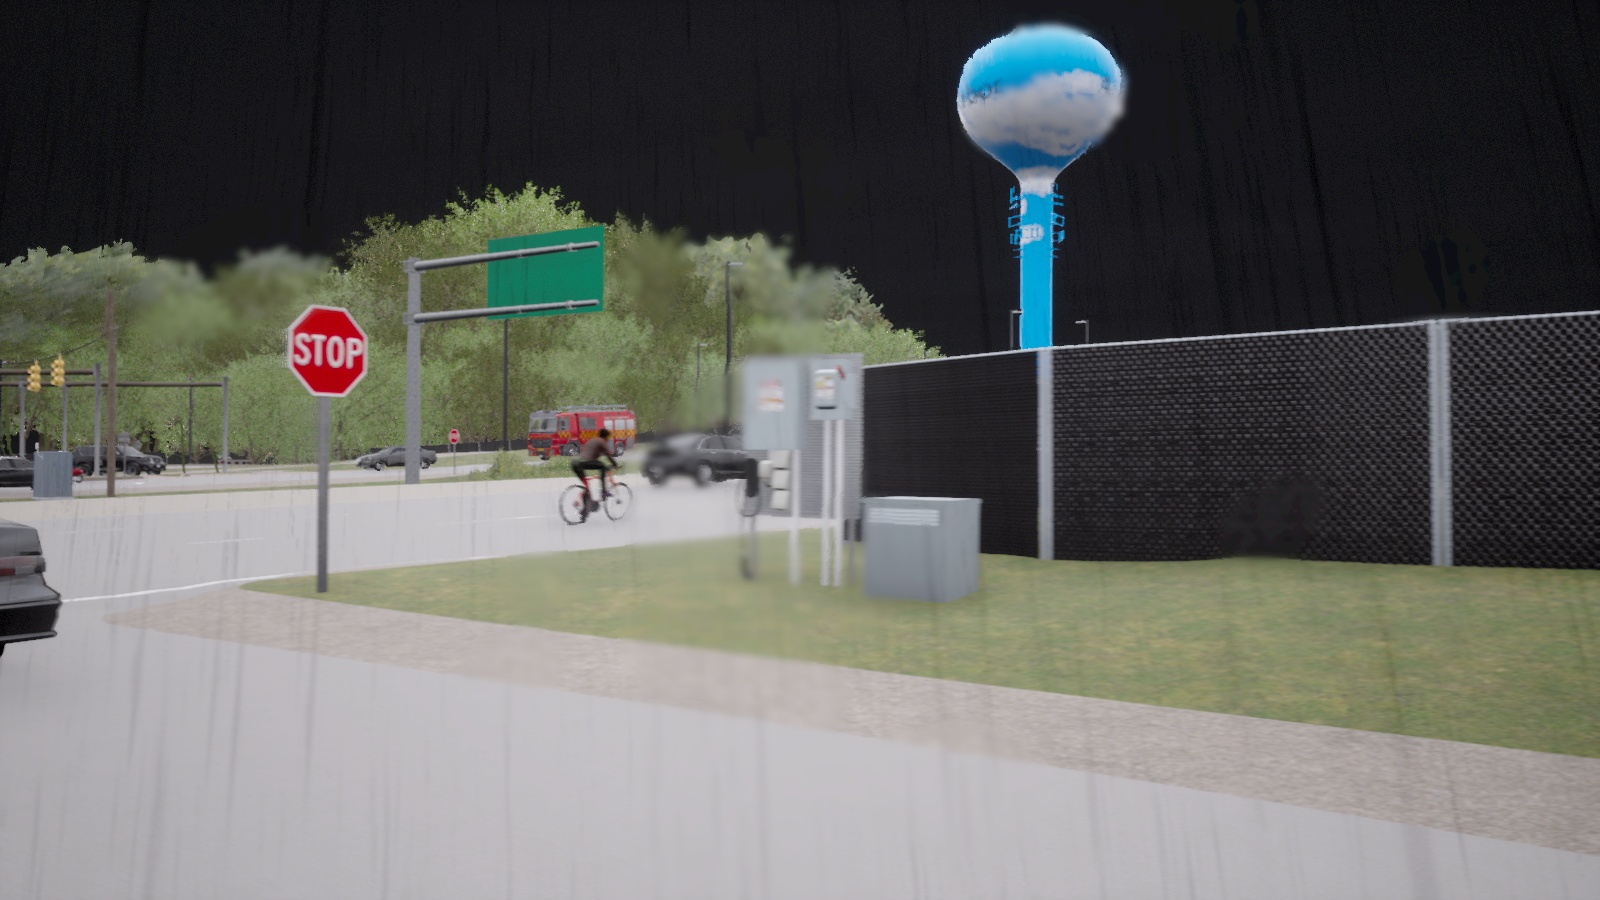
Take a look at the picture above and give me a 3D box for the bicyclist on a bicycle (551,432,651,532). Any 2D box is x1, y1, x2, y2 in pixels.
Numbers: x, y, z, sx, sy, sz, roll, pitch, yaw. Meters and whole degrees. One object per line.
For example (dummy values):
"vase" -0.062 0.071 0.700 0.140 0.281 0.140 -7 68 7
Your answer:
"bicyclist on a bicycle" -3.377 0.519 21.457 0.582 1.620 1.656 0 1 41

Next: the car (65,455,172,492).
"car" -41.892 1.445 77.191 5.566 2.045 2.150 -3 -1 9

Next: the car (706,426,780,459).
"car" -3.751 -0.487 82.485 4.605 1.855 1.932 -4 0 -7

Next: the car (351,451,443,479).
"car" -24.764 0.899 77.194 4.902 1.511 2.128 -3 2 -40

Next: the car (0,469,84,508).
"car" -33.453 1.644 53.380 1.837 1.490 4.892 -1 1 33

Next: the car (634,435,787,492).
"car" -2.550 0.356 37.033 1.837 1.490 4.892 -1 1 34

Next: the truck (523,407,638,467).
"truck" -15.613 -0.968 89.895 2.891 3.827 8.468 -1 3 34

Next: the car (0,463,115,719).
"car" -6.857 0.844 8.281 5.357 1.411 2.033 -1 0 37
